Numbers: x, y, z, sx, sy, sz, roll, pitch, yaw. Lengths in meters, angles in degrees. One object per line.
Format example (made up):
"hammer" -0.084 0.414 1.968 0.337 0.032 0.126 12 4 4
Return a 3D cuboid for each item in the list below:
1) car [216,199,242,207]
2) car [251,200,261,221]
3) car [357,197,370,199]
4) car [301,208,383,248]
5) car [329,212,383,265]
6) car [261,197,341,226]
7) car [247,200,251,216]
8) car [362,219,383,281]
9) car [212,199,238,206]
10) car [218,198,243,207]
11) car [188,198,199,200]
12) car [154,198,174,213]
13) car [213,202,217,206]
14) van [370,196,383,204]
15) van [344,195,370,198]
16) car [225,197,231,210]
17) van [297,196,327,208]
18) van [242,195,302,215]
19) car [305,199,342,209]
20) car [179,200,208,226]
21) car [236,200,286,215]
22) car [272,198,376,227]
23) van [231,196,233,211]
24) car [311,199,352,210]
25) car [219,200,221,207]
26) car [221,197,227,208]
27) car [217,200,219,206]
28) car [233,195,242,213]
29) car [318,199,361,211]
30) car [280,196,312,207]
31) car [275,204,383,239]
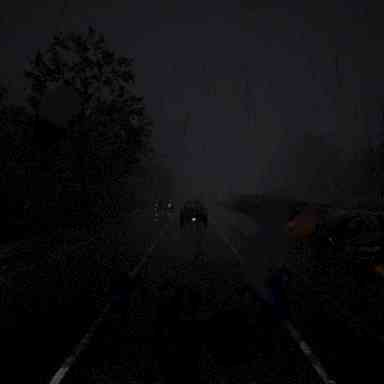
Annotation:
"car" 7.210 2.108 65.326 5.008 1.535 2.097 0 -1 0
"car" 7.070 1.524 23.712 5.008 1.535 2.097 0 0 0
"car" 20.194 1.563 34.601 5.008 1.535 2.097 0 -1 0
"car" 7.035 1.511 12.607 4.892 1.521 2.231 0 0 0
"car" 7.039 1.508 9.831 4.892 1.521 2.231 0 0 0
"car" 7.036 1.395 20.936 4.553 1.767 2.185 0 0 0
"car" 7.087 1.568 26.488 4.674 1.452 2.002 0 0 0
"car" 6.839 1.500 7.056 5.366 1.575 1.946 0 0 0
"car" 7.035 2.241 70.866 5.366 1.575 1.946 0 -1 0
"car" 7.226 1.927 62.552 4.553 1.767 2.185 0 -1 0
"car" 0.162 1.566 41.276 2.097 1.767 4.553 0 -1 0
"car" -3.283 1.548 39.781 2.097 1.767 4.553 0 -1 0
"car" 7.158 1.751 59.783 5.566 2.045 2.435 0 -1 0
"van" 20.064 1.307 31.984 4.442 1.987 1.878 0 -1 0
"van" 20.080 1.386 37.375 4.442 1.987 1.878 0 -1 0
"car" 7.105 1.742 43.125 4.792 1.488 2.163 0 -1 0
"van" 20.374 1.722 56.762 4.442 1.987 1.878 0 -1 0
"van" 6.976 1.306 29.265 4.442 1.987 1.878 0 0 0
"car" 20.235 1.854 51.344 5.008 1.535 2.097 0 -1 0
"car" 0.127 1.539 23.621 2.128 1.511 4.902 0 0 0
"car" 7.139 1.597 34.790 4.792 1.488 2.163 0 -1 0
"car" 7.027 1.392 18.160 4.553 1.767 2.185 0 0 0
"van" 7.001 1.390 37.577 4.442 1.987 1.878 0 -1 0
"car" 20.226 1.804 48.449 5.008 1.535 2.097 0 -1 0
"car" 7.172 1.945 54.226 4.674 1.452 2.002 0 -1 0
"car" 7.158 1.809 48.675 5.008 1.535 2.097 0 -1 0
"car" 7.207 1.983 57.002 4.792 1.488 2.163 0 -1 0
"car" 7.129 1.284 32.041 5.566 2.045 2.435 0 0 0
"car" 20.217 1.757 45.679 4.892 1.521 2.231 0 -1 0
"car" 20.310 1.849 65.068 5.566 2.045 2.435 0 -1 0
"car" 6.865 1.511 15.384 5.366 1.575 1.946 0 0 0
